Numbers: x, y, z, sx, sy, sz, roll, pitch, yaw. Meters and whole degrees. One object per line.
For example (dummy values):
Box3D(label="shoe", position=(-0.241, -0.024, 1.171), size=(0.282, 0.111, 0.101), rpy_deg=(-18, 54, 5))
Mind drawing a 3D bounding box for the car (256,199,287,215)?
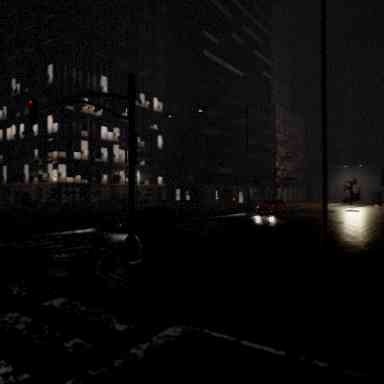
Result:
Box3D(label="car", position=(8.958, 1.622, 37.434), size=(2.097, 1.767, 4.553), rpy_deg=(0, 0, 37))

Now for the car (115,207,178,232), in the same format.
Box3D(label="car", position=(-2.820, 1.710, 21.706), size=(1.812, 1.442, 4.674), rpy_deg=(0, 0, 38))
